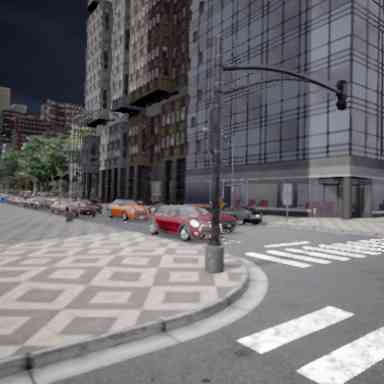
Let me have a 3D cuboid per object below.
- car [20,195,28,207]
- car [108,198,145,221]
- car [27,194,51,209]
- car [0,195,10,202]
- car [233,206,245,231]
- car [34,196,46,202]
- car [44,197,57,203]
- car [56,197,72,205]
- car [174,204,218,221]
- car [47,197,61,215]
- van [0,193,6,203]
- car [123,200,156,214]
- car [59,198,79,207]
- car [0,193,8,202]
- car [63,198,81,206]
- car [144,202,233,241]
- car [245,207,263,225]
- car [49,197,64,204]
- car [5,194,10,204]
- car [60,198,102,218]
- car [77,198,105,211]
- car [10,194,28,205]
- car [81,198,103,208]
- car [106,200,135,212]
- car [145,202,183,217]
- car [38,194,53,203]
[{"bbox_3d":[-22.644,1.537,47.202,1.802,1.307,4.206,2,-1,-36],"label":"car"},{"bbox_3d":[-5.159,1.372,27.357,2.097,1.767,4.553,2,-1,-36],"label":"car"},{"bbox_3d":[-19.447,1.395,42.742,1.967,1.590,4.097,2,-1,-36],"label":"car"},{"bbox_3d":[-41.803,1.392,73.980,1.967,1.590,4.097,2,-1,-36],"label":"car"},{"bbox_3d":[0.487,1.492,19.463,1.882,1.535,5.008,2,-1,-36],"label":"car"},{"bbox_3d":[-38.159,1.718,83.527,1.752,1.417,4.829,2,-1,-36],"label":"car"},{"bbox_3d":[-31.675,1.776,74.464,1.802,1.307,4.206,2,-1,-36],"label":"car"},{"bbox_3d":[-25.288,1.762,65.541,1.947,1.339,4.313,2,-1,-36],"label":"car"},{"bbox_3d":[0.257,1.767,29.845,1.802,1.307,4.206,2,-1,-36],"label":"car"},{"bbox_3d":[-12.962,1.475,33.676,1.752,1.417,4.829,2,-1,-36],"label":"car"},{"bbox_3d":[-38.607,1.294,69.519,1.690,1.788,3.998,2,-1,-36],"label":"van"},{"bbox_3d":[-6.227,1.717,38.908,1.752,1.417,4.829,2,-1,-36],"label":"car"},{"bbox_3d":[-19.597,1.720,52.842,1.895,1.301,4.718,2,-1,-36],"label":"car"},{"bbox_3d":[-44.994,1.266,78.445,2.192,1.841,5.009,2,-1,-36],"label":"car"},{"bbox_3d":[-22.095,1.762,61.079,1.947,1.339,4.313,2,-1,-36],"label":"car"},{"bbox_3d":[-0.302,1.378,15.992,1.967,1.590,4.097,2,-1,-37],"label":"car"},{"bbox_3d":[3.451,1.748,25.384,1.947,1.339,4.313,2,-1,-36],"label":"car"},{"bbox_3d":[-28.580,1.720,70.142,1.752,1.417,4.829,2,-1,-36],"label":"car"},{"bbox_3d":[-32.222,1.394,60.593,1.967,1.590,4.097,2,-1,-36],"label":"car"},{"bbox_3d":[-9.868,1.491,29.352,1.887,1.381,4.507,2,-1,-36],"label":"car"},{"bbox_3d":[-13.489,1.610,44.384,2.128,1.511,4.902,2,-1,-35],"label":"car"},{"bbox_3d":[-28.931,1.480,55.990,1.752,1.417,4.829,2,-1,-36],"label":"car"},{"bbox_3d":[-15.708,1.748,52.156,2.008,1.369,4.403,2,-1,-36],"label":"car"},{"bbox_3d":[-9.322,1.745,43.231,2.008,1.369,4.403,2,-1,-36],"label":"car"},{"bbox_3d":[-2.936,1.754,34.307,1.947,1.339,4.313,2,-1,-36],"label":"car"},{"bbox_3d":[-34.862,1.509,78.930,2.192,1.841,5.009,2,-1,-36],"label":"car"}]
